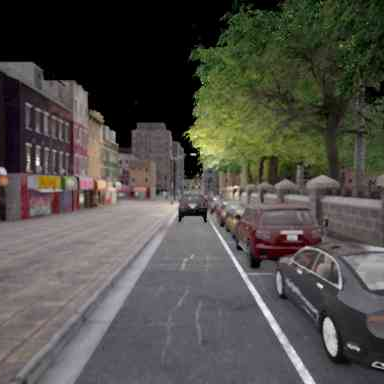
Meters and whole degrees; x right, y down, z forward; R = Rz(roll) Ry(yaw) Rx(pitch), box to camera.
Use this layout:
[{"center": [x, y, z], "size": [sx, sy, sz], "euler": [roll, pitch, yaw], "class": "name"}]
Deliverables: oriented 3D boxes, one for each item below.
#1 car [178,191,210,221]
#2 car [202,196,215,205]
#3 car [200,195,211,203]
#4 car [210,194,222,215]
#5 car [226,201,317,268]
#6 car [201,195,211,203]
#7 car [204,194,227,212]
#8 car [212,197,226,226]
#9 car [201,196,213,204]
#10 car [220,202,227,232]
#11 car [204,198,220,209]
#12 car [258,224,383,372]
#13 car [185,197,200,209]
[{"center": [0.065, 1.128, 26.088], "size": [2.150, 2.045, 5.566], "euler": [0, 0, 1], "class": "car"}, {"center": [2.632, 1.431, 54.699], "size": [1.947, 1.339, 4.313], "euler": [-1, 0, 0], "class": "car"}, {"center": [2.661, 1.419, 67.285], "size": [2.008, 1.369, 4.403], "euler": [-1, 0, 0], "class": "car"}, {"center": [2.626, 1.329, 32.898], "size": [1.967, 1.590, 4.097], "euler": [-1, 0, 0], "class": "car"}, {"center": [2.621, 1.268, 11.096], "size": [2.192, 1.841, 5.009], "euler": [-1, 0, 0], "class": "car"}, {"center": [2.684, 1.393, 65.311], "size": [1.752, 1.417, 4.829], "euler": [-1, 0, 0], "class": "car"}, {"center": [2.624, 1.194, 38.349], "size": [2.192, 1.841, 5.009], "euler": [-1, 0, 0], "class": "car"}, {"center": [2.625, 1.356, 21.998], "size": [1.967, 1.590, 4.097], "euler": [-1, 0, 0], "class": "car"}, {"center": [2.632, 1.416, 60.150], "size": [2.008, 1.369, 4.403], "euler": [-1, 0, 0], "class": "car"}, {"center": [2.626, 1.458, 16.717], "size": [1.752, 1.417, 4.829], "euler": [-1, 0, 0], "class": "car"}, {"center": [2.631, 1.454, 43.799], "size": [1.802, 1.307, 4.206], "euler": [-1, 0, 0], "class": "car"}, {"center": [2.625, 1.524, 5.648], "size": [2.008, 1.369, 4.403], "euler": [-1, 0, 0], "class": "car"}, {"center": [0.097, 1.377, 43.494], "size": [1.837, 1.490, 4.892], "euler": [0, 0, 0], "class": "car"}]
